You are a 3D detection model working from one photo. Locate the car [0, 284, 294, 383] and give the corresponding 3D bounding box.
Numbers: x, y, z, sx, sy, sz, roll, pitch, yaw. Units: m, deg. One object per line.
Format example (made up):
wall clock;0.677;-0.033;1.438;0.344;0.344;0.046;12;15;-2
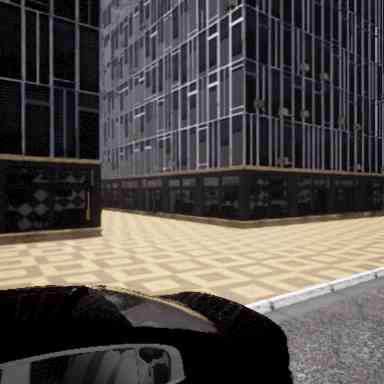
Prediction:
car;-1.503;1.478;2.000;5.008;1.535;1.882;0;0;-35
